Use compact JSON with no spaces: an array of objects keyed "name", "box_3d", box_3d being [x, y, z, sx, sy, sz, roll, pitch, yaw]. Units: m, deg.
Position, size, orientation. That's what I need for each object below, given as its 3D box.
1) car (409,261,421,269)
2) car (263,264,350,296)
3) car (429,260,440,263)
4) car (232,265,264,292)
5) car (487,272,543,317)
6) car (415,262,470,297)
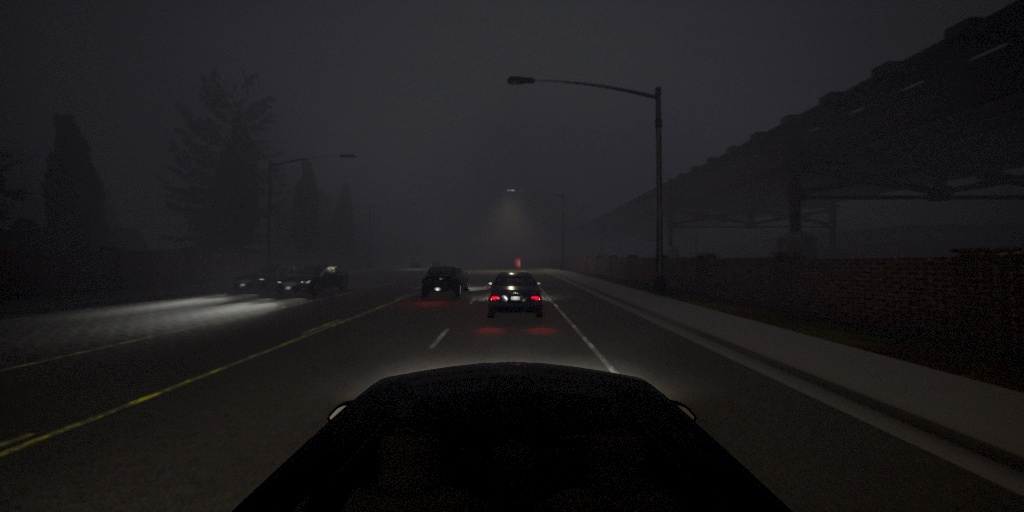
[{"name":"car","box_3d":[-16.959,1.582,62.896,1.895,1.301,4.718,0,-2,-13]},{"name":"car","box_3d":[-10.603,1.248,19.440,2.128,1.511,4.902,0,0,0]},{"name":"car","box_3d":[-13.002,1.411,61.134,1.882,1.535,5.008,0,-1,-12]},{"name":"car","box_3d":[-14.104,1.249,21.227,2.128,1.511,4.902,0,0,0]},{"name":"car","box_3d":[0.098,1.302,13.142,2.033,1.411,5.357,0,0,0]},{"name":"car","box_3d":[-3.402,1.261,18.794,1.837,1.490,4.892,0,0,0]}]
